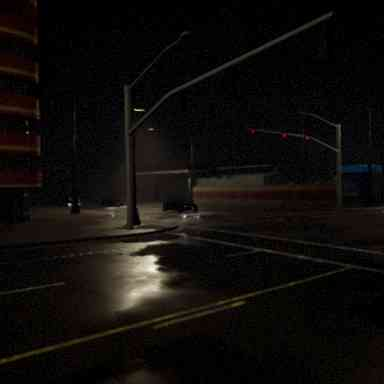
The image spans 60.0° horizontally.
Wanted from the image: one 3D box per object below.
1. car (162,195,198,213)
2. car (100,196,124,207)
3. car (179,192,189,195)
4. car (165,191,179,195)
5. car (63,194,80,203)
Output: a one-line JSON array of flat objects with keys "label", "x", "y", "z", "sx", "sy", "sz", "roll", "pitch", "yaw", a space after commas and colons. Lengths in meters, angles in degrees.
[{"label": "car", "x": -1.286, "y": 1.284, "z": 33.225, "sx": 1.812, "sy": 1.442, "sz": 4.674, "roll": -2, "pitch": 1, "yaw": -37}, {"label": "car", "x": -11.285, "y": 1.310, "z": 46.687, "sx": 1.812, "sy": 1.442, "sz": 4.674, "roll": -2, "pitch": 1, "yaw": -37}, {"label": "car", "x": -0.089, "y": 0.689, "z": 72.737, "sx": 3.806, "sy": 1.475, "sz": 1.970, "roll": -2, "pitch": 1, "yaw": -35}, {"label": "car", "x": -4.063, "y": 0.552, "z": 76.956, "sx": 4.611, "sy": 1.667, "sz": 2.242, "roll": -2, "pitch": 1, "yaw": -35}, {"label": "car", "x": -22.387, "y": 1.204, "z": 61.773, "sx": 2.097, "sy": 1.767, "sz": 4.553, "roll": -2, "pitch": 1, "yaw": -37}]
